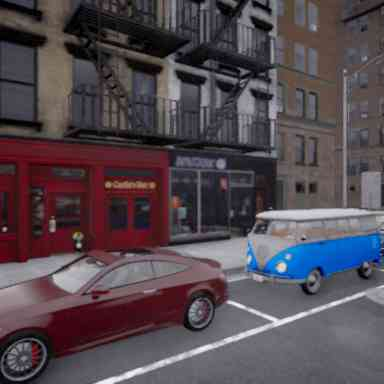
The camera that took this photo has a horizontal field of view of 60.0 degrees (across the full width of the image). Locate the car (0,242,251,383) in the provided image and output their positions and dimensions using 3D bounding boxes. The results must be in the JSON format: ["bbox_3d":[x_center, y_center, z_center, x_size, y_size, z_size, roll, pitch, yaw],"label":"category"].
[{"bbox_3d":[-1.262,1.581,5.292,4.206,1.307,1.802,0,0,-35],"label":"car"}]

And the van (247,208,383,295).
[{"bbox_3d":[3.140,1.336,8.429,3.998,1.788,1.690,0,0,-35],"label":"van"}]
